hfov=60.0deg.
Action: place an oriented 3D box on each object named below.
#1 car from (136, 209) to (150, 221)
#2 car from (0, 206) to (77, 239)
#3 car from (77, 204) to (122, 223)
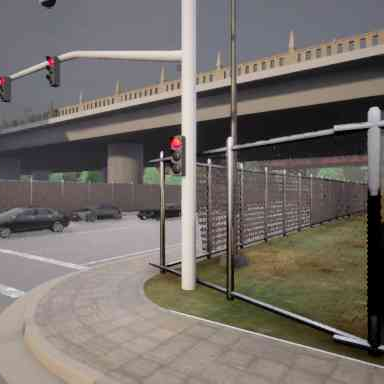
[{"bbox_3d":[-2.376,1.656,27.397,1.895,1.301,4.718,0,0,35],"label":"car"},{"bbox_3d":[-9.038,1.561,17.971,1.837,1.490,4.892,0,0,35],"label":"car"},{"bbox_3d":[-7.527,1.620,26.170,1.994,1.385,4.181,0,0,35],"label":"car"}]
